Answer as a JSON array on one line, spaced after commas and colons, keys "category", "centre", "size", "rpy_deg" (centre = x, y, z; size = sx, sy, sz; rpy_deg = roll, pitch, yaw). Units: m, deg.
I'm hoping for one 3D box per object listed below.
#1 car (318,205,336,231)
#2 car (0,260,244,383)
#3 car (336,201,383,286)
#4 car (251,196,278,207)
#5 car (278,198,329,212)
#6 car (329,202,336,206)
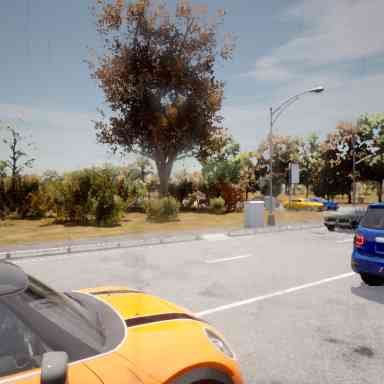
[{"category": "car", "centre": [9.728, 1.601, 19.262], "size": [4.718, 1.301, 1.895], "rpy_deg": [0, 0, -33]}, {"category": "car", "centre": [-1.735, 1.352, 2.508], "size": [4.553, 1.767, 2.097], "rpy_deg": [0, 0, -35]}, {"category": "car", "centre": [6.170, 1.221, 8.152], "size": [5.566, 2.045, 2.150], "rpy_deg": [0, 0, -35]}, {"category": "car", "centre": [10.740, 1.342, 48.769], "size": [2.097, 1.767, 4.553], "rpy_deg": [0, 0, -33]}, {"category": "car", "centre": [12.930, 1.477, 38.792], "size": [1.882, 1.535, 5.008], "rpy_deg": [0, 0, -32]}, {"category": "car", "centre": [15.624, 1.477, 41.075], "size": [1.882, 1.535, 5.008], "rpy_deg": [0, 0, -32]}]
